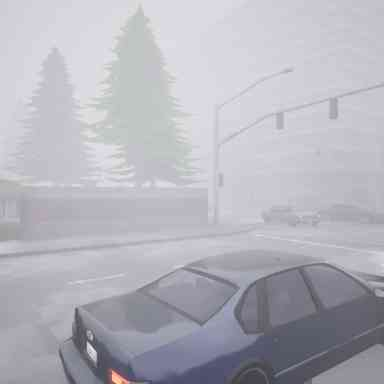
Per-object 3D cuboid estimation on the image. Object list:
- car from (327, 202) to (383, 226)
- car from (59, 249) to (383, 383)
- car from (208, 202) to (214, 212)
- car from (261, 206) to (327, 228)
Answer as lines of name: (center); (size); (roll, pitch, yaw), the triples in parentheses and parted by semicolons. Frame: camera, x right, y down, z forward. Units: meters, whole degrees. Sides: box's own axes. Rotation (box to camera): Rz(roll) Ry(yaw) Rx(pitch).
car: (11.568, 1.542, 24.024); (1.837, 1.490, 4.892); (0, 0, -35)
car: (1.110, 1.547, 4.573); (5.357, 1.411, 2.033); (0, 0, -35)
car: (0.667, 1.562, 39.575); (1.837, 1.490, 4.892); (0, 0, -35)
car: (6.821, 1.653, 23.222); (1.895, 1.301, 4.718); (0, 0, -20)
